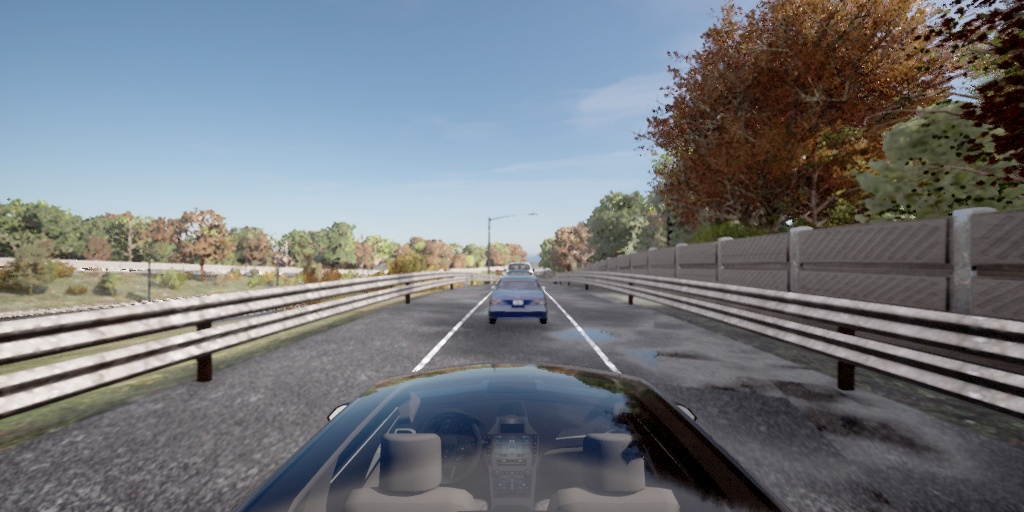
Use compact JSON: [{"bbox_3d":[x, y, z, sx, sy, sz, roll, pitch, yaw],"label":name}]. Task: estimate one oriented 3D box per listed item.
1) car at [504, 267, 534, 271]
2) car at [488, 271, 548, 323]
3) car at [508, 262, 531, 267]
[{"bbox_3d":[0.402,1.571,21.316,1.837,1.490,4.892,0,-2,1],"label":"car"},{"bbox_3d":[0.216,1.390,12.496,2.033,1.411,5.357,0,-1,1],"label":"car"},{"bbox_3d":[0.562,1.550,27.939,2.150,2.045,5.566,0,-3,1],"label":"car"}]
